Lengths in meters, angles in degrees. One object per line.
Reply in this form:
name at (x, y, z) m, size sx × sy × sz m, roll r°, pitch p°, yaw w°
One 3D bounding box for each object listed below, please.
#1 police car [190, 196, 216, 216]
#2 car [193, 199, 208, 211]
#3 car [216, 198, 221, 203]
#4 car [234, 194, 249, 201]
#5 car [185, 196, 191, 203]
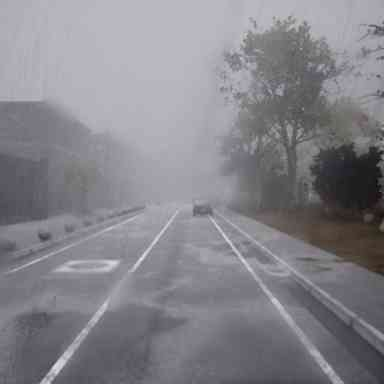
police car at (1.035, 1.568, 34.220) m, size 1.930 × 1.638 × 5.238 m, roll 0°, pitch 0°, yaw 0°
car at (1.060, 1.674, 44.066) m, size 1.837 × 1.490 × 4.892 m, roll 0°, pitch 0°, yaw 1°
car at (4.565, 1.779, 68.623) m, size 1.895 × 1.301 × 4.718 m, roll 0°, pitch 0°, yaw 23°
car at (12.127, 1.383, 81.442) m, size 1.837 × 1.490 × 4.892 m, roll -1°, pitch 0°, yaw 40°
car at (-0.070, 1.710, 73.669) m, size 1.837 × 1.490 × 4.892 m, roll 0°, pitch 0°, yaw 17°
